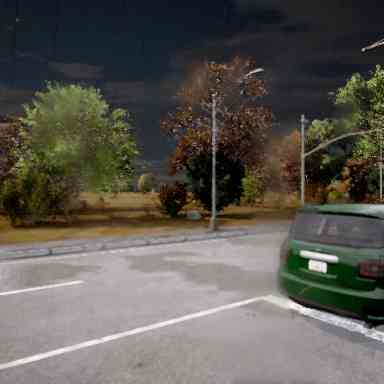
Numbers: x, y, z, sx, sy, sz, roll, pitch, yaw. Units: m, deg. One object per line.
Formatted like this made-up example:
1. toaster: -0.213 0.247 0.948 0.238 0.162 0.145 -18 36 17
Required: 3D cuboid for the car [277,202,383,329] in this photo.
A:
1. car: 4.118 1.231 6.685 5.566 2.045 2.150 0 0 -36
